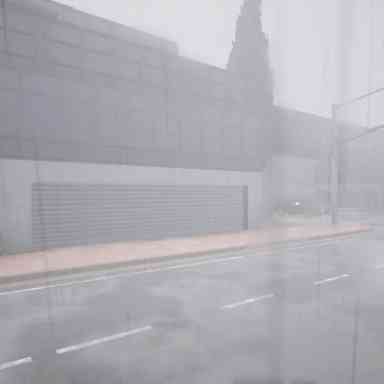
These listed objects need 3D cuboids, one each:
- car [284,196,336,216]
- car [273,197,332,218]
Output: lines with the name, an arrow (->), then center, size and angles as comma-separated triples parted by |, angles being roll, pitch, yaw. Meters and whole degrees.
car -> 11.789, 1.352, 33.423 | 2.097, 1.767, 4.553 | 0, 0, -37
car -> 9.700, 1.492, 30.366 | 2.128, 1.511, 4.902 | 0, 0, -37
